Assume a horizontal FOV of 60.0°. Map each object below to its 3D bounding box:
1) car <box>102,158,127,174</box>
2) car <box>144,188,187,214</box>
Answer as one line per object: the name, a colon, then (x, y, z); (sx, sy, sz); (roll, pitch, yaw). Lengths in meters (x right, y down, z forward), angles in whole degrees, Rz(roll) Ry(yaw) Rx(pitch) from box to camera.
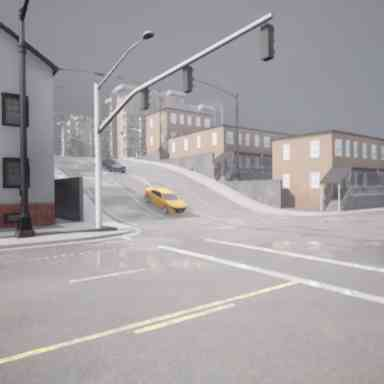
car: (-9.201, -3.104, 38.044); (1.895, 1.301, 4.718); (-1, 16, -36)
car: (-2.316, 0.610, 28.815); (1.882, 1.535, 5.008); (-1, 16, -37)
